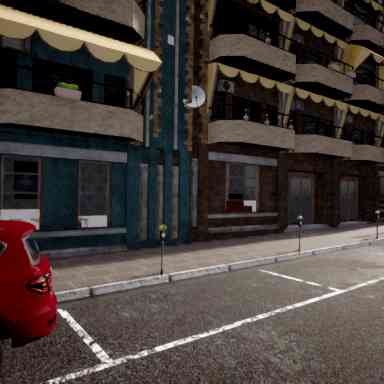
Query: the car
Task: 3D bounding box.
[{"bbox_3d":[-4.122,1.315,3.595,5.009,1.841,2.192,0,1,-36],"label":"car"}]
